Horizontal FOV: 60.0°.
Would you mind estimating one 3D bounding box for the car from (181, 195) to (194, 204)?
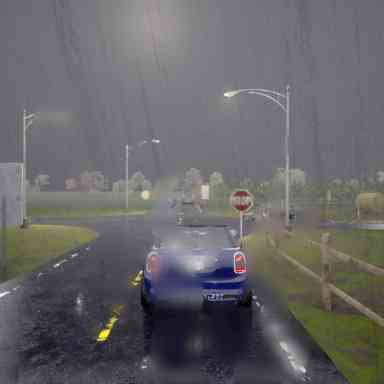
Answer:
[{"bbox_3d":[-0.743,1.525,59.394,1.994,1.385,4.181,0,0,-2],"label":"car"}]

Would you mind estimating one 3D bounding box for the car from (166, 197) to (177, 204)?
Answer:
[{"bbox_3d":[-3.743,1.559,62.608,1.895,1.301,4.718,0,0,-1],"label":"car"}]

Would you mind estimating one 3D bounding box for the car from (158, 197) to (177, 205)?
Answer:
[{"bbox_3d":[-3.280,1.457,42.540,1.882,1.535,5.008,0,0,-1],"label":"car"}]

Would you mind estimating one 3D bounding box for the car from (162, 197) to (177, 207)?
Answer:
[{"bbox_3d":[-3.500,1.517,52.498,2.033,1.411,5.357,0,0,-1],"label":"car"}]

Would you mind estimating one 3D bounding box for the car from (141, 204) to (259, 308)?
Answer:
[{"bbox_3d":[0.074,1.351,8.090,2.097,1.767,4.553,0,0,0],"label":"car"}]

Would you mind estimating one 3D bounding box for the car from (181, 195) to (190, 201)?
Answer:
[{"bbox_3d":[-1.603,1.454,82.375,2.128,1.511,4.902,0,0,-2],"label":"car"}]

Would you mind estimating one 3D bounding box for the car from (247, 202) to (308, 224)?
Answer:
[{"bbox_3d":[5.954,1.488,24.165,4.902,1.511,2.128,0,0,-10],"label":"car"}]
